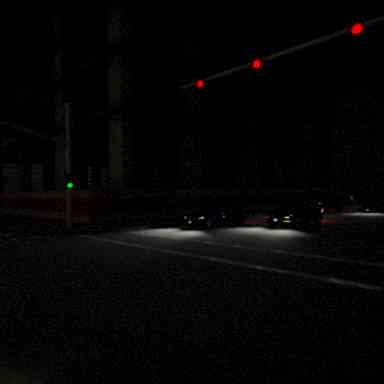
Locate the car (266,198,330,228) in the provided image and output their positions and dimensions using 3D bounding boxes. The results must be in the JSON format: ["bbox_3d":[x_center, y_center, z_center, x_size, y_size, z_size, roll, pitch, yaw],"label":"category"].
[{"bbox_3d":[6.605,1.359,21.141,4.892,1.490,1.837,-1,0,-44],"label":"car"}]

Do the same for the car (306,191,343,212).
[{"bbox_3d":[12.408,0.979,31.677,5.566,2.045,2.150,-1,0,-44],"label":"car"}]

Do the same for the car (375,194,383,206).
[{"bbox_3d":[26.971,1.056,45.708,4.674,1.442,1.812,-1,0,-44],"label":"car"}]

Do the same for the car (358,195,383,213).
[{"bbox_3d":[17.855,1.216,32.086,5.357,1.411,2.033,-1,0,-44],"label":"car"}]

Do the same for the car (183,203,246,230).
[{"bbox_3d":[1.550,1.464,21.095,4.674,1.442,1.812,-1,0,-44],"label":"car"}]
